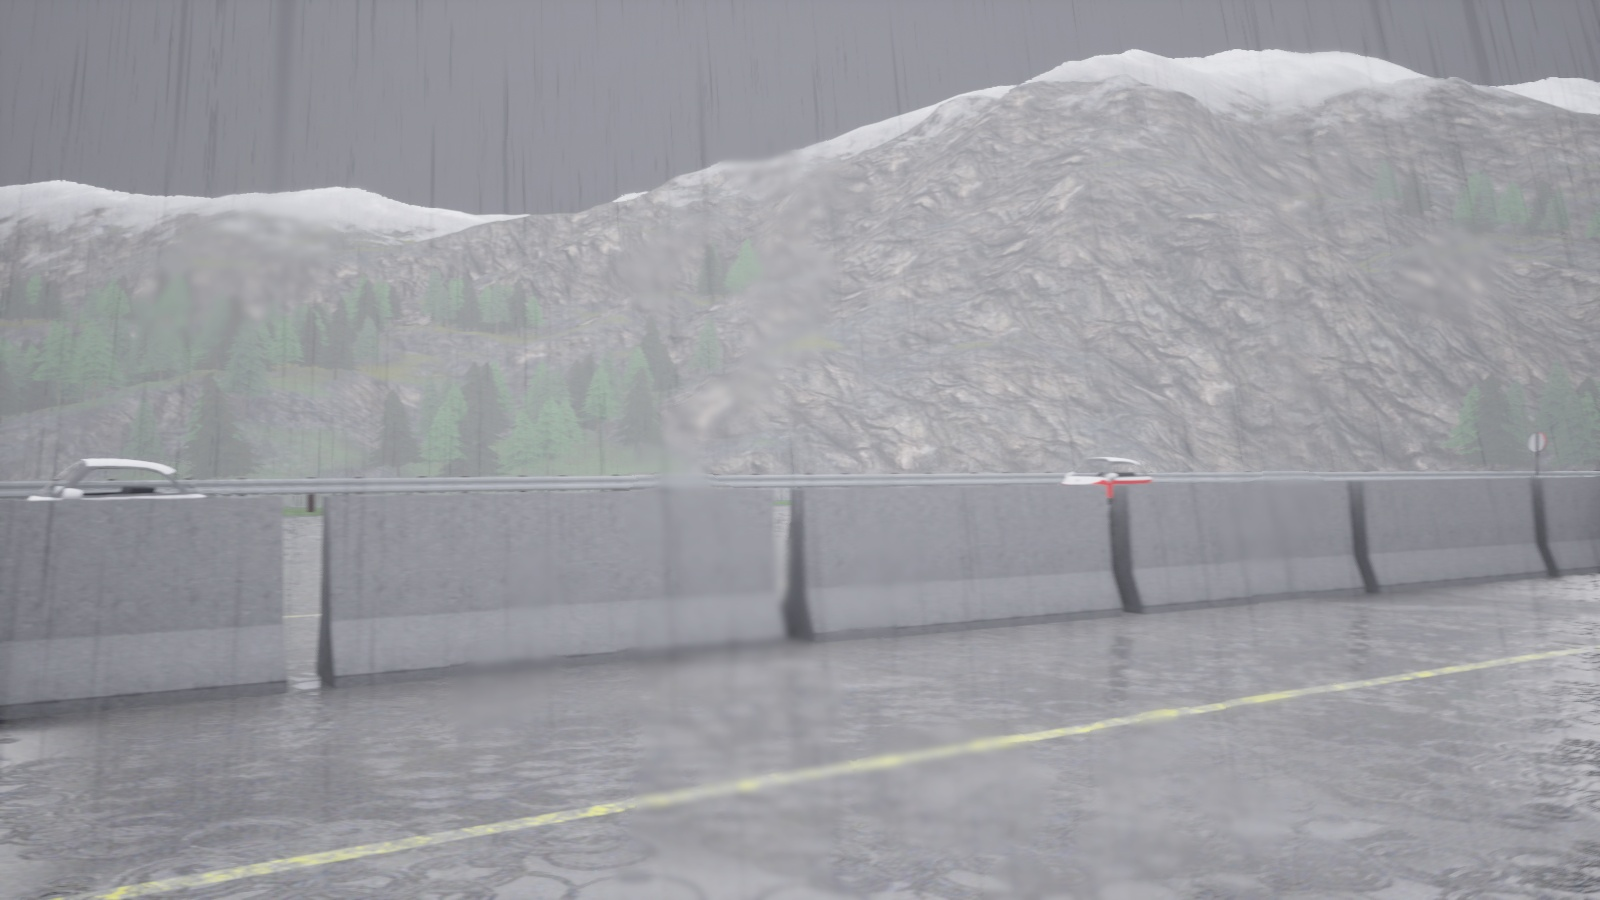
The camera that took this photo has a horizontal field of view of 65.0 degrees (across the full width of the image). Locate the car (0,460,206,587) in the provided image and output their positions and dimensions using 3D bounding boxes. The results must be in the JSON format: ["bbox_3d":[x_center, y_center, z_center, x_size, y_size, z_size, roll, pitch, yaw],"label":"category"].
[{"bbox_3d":[-8.363,0.812,14.857,2.207,1.376,1.481,0,-1,-35],"label":"car"}]

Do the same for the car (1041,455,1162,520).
[{"bbox_3d":[6.716,0.809,28.006,2.207,1.376,1.481,0,0,-28],"label":"car"}]
